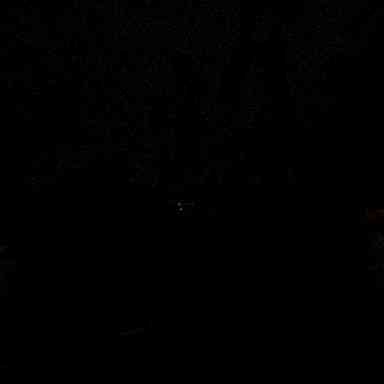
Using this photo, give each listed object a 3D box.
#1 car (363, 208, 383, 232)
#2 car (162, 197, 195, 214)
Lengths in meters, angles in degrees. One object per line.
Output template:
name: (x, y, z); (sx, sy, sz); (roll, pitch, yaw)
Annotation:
car: (11.925, 1.437, 17.766); (1.882, 1.535, 5.008); (0, 0, -39)
car: (-1.754, 1.287, 34.812); (2.097, 1.767, 4.553); (0, 0, -39)
